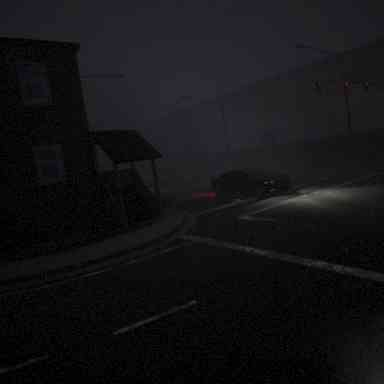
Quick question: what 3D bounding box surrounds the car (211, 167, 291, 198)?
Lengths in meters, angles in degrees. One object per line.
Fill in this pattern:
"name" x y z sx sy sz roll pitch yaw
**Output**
"car" 3.057 -0.613 18.213 1.882 1.535 5.008 -12 7 -34
